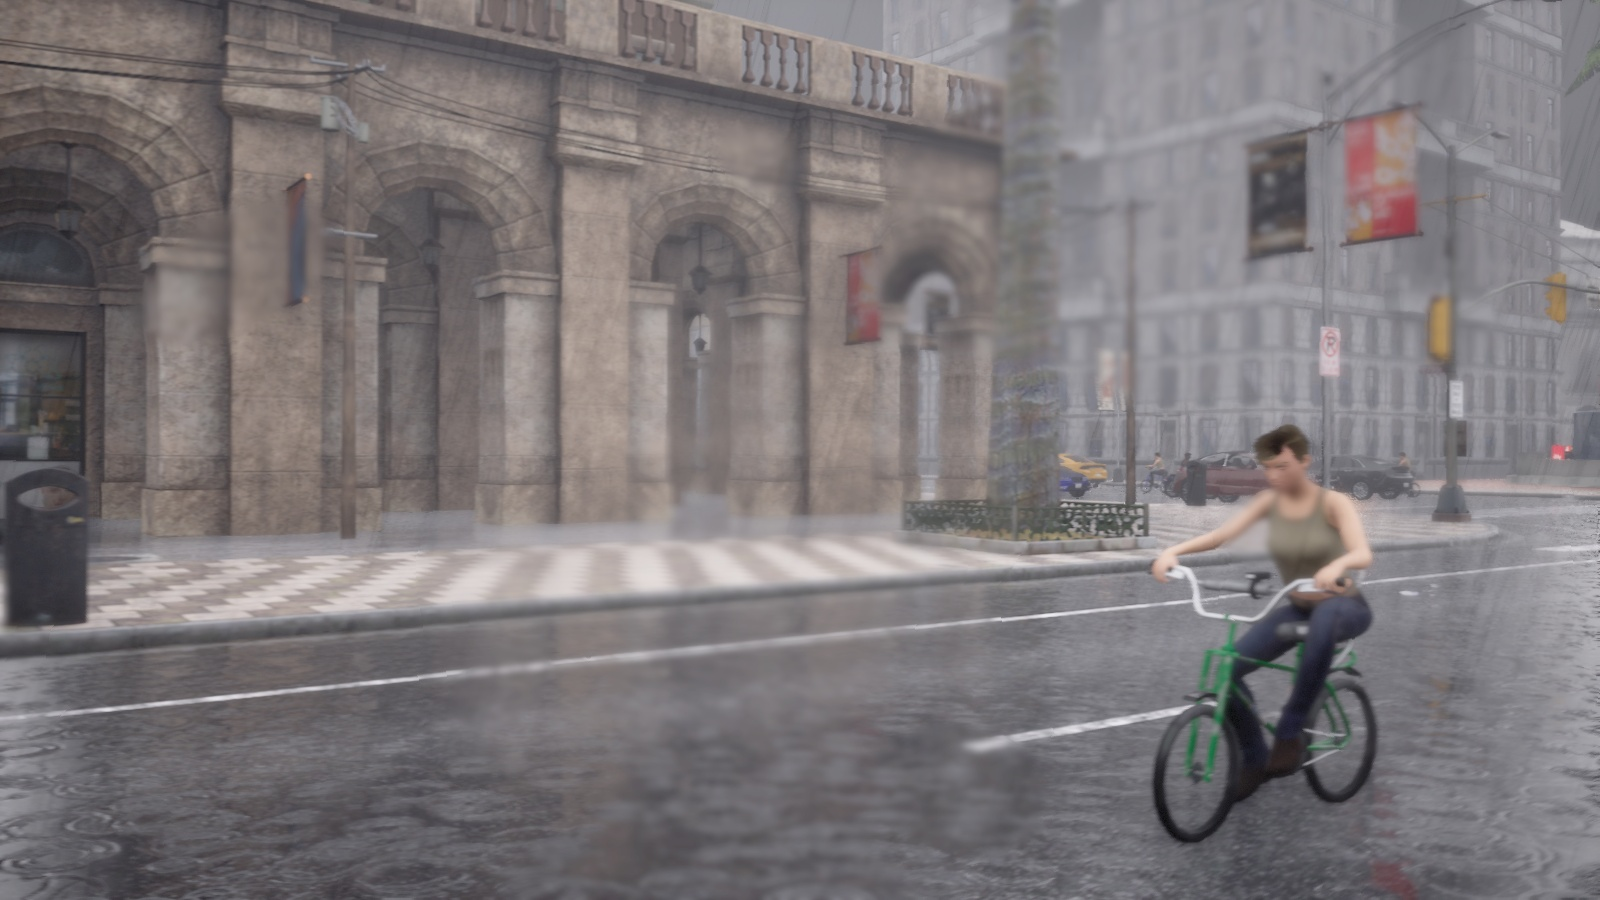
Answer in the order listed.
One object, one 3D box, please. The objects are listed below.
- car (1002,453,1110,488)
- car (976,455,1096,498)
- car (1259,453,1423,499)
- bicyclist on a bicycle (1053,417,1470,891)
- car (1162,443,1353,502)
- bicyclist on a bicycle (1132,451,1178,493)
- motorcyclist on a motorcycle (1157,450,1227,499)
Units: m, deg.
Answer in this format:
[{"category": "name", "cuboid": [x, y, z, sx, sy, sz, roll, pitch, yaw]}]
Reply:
[{"category": "car", "cuboid": [11.810, 0.913, 58.252, 1.882, 1.535, 5.008, 0, 0, -36]}, {"category": "car", "cuboid": [8.382, 0.906, 44.943, 1.816, 1.474, 4.193, 0, 0, -34]}, {"category": "car", "cuboid": [18.352, 0.880, 42.808, 1.837, 1.490, 4.892, 0, -1, -35]}, {"category": "bicyclist on a bicycle", "cuboid": [1.873, 0.696, 5.063, 1.509, 1.612, 0.866, 0, 0, -35]}, {"category": "car", "cuboid": [13.583, 0.642, 37.580, 2.152, 1.651, 5.027, 0, 0, -35]}, {"category": "bicyclist on a bicycle", "cuboid": [13.932, 0.839, 49.297, 0.866, 1.612, 1.509, 0, 0, -35]}, {"category": "motorcyclist on a motorcycle", "cuboid": [13.592, 0.834, 43.572, 0.766, 1.649, 2.350, 0, 0, -35]}]
